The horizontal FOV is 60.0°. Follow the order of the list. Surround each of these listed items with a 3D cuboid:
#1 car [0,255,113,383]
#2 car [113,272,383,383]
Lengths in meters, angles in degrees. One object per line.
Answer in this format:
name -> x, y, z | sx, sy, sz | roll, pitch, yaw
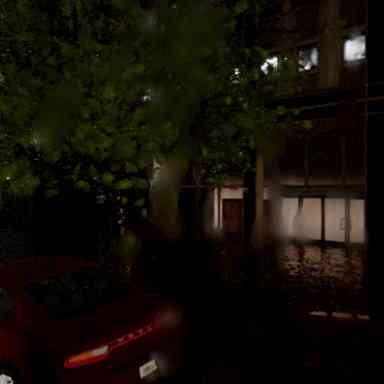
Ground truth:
car -> -2.236, 1.542, 4.471 | 4.507, 1.381, 1.887 | 0, 0, 36
car -> 2.257, 1.316, 1.256 | 5.009, 1.841, 2.192 | 0, 0, 36
